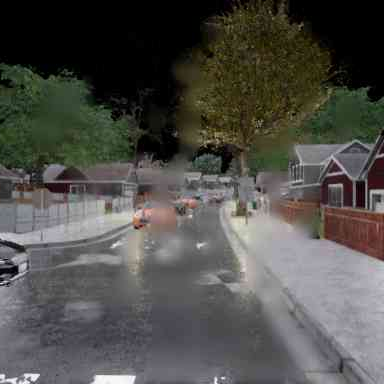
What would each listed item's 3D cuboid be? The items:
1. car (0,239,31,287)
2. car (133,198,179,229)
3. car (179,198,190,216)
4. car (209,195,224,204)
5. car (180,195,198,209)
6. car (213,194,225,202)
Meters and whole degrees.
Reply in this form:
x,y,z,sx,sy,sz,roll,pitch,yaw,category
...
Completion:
x,y,z,sx,sy,sz,roll,pitch,yaw,category
-6.275,1.389,7.409,4.902,1.511,2.128,1,1,-4,car
-2.254,1.305,20.954,2.097,1.767,4.553,0,0,3,car
-1.620,1.484,31.106,1.895,1.301,4.718,0,0,4,car
3.945,1.205,55.817,1.812,1.442,4.674,0,1,8,car
-0.704,1.157,41.445,2.097,1.767,4.553,0,0,6,car
5.367,1.180,65.594,1.895,1.301,4.718,0,1,9,car
